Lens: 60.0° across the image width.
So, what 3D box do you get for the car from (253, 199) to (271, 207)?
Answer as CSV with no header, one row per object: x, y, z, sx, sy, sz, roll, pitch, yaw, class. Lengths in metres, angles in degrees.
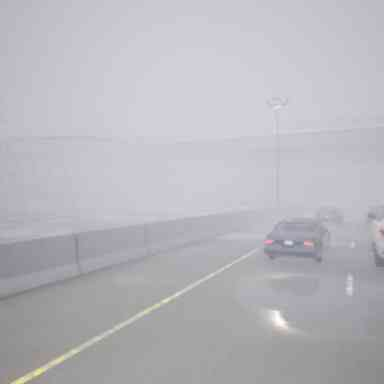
14.013,2.123,64.665,2.128,1.511,4.902,0,-1,26,car

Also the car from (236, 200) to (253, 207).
10.826,2.197,66.101,1.994,1.385,4.181,0,-1,26,car

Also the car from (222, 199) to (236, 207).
7.615,2.131,67.496,1.882,1.535,5.008,0,0,26,car

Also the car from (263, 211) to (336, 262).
4.156,1.671,12.734,2.033,1.411,5.357,0,-1,26,car

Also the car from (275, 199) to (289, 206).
17.204,2.109,63.239,1.837,1.490,4.892,0,0,27,car

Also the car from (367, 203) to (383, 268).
7.330,1.332,11.259,2.150,2.045,5.566,0,0,26,car

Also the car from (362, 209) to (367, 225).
14.350,1.749,25.545,1.837,1.490,4.892,0,0,27,car

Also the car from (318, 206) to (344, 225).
11.203,1.823,27.083,1.994,1.385,4.181,0,-1,27,car
